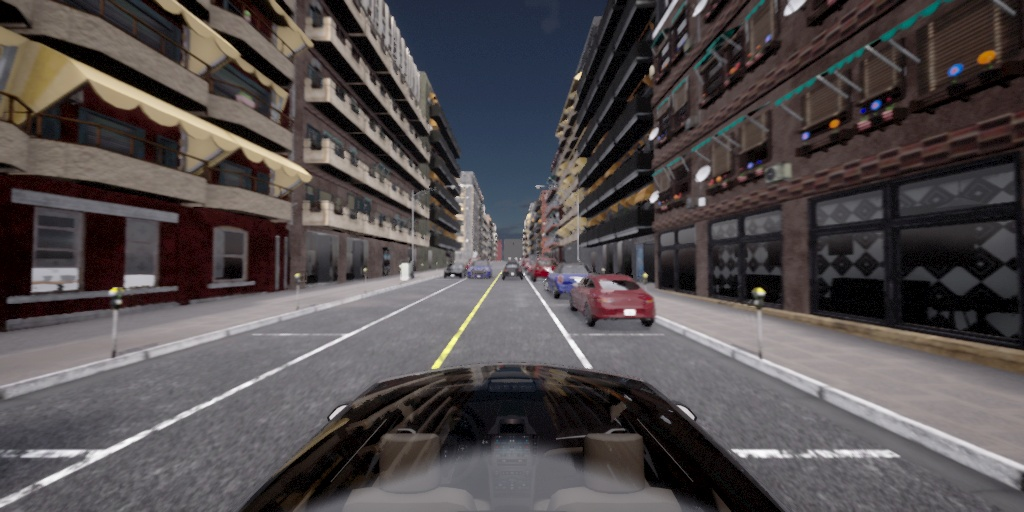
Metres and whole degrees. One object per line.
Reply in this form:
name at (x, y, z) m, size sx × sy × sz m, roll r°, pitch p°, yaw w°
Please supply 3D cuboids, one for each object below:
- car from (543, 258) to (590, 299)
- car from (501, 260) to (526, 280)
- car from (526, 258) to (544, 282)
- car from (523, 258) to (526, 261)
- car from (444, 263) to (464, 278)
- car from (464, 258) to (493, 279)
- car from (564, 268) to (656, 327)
car at (2.990, 1.118, 18.467) m, size 2.097 × 1.767 × 4.553 m, roll 0°, pitch 0°, yaw 0°
car at (0.060, 1.312, 32.097) m, size 1.812 × 1.442 × 4.674 m, roll 0°, pitch 0°, yaw 0°
car at (2.537, 1.095, 28.580) m, size 2.192 × 1.841 × 5.009 m, roll 0°, pitch 0°, yaw 0°
car at (2.538, 1.243, 39.642) m, size 1.967 × 1.591 × 4.097 m, roll 0°, pitch 0°, yaw 0°
car at (-5.310, 1.356, 34.172) m, size 1.948 × 1.339 × 4.313 m, roll 0°, pitch 0°, yaw 0°
car at (-2.841, 1.140, 32.791) m, size 2.097 × 1.767 × 4.553 m, roll 0°, pitch 0°, yaw 0°
car at (3.025, 1.283, 11.495) m, size 1.812 × 1.442 × 4.674 m, roll 0°, pitch 0°, yaw 0°
